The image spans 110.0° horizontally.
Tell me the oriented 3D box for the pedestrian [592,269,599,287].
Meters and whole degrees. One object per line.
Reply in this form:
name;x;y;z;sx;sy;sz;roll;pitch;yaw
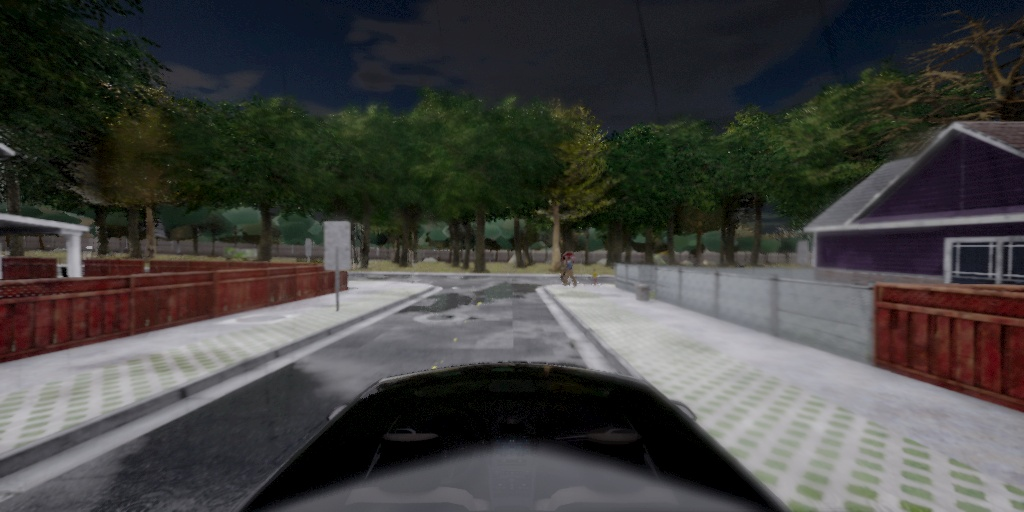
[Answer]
pedestrian;4.933;1.268;21.018;0.500;1.100;0.500;-1;1;0

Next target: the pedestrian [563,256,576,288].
pedestrian;3.284;0.888;20.409;0.375;1.860;0.375;-1;1;0

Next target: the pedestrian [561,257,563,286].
pedestrian;3.220;0.897;21.609;0.375;1.860;0.375;-1;1;0
